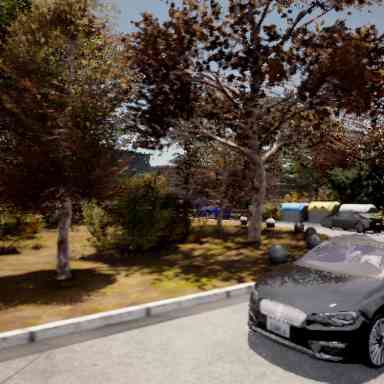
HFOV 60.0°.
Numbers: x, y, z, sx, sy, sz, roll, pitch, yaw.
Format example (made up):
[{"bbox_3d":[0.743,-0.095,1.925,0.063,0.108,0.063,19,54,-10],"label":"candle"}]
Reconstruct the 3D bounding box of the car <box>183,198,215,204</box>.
[{"bbox_3d":[1.166,2.175,55.668,2.435,2.045,5.566,1,0,-35],"label":"car"}]

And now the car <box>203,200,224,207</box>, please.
[{"bbox_3d":[4.726,2.549,74.211,2.231,1.521,4.892,1,0,-35],"label":"car"}]

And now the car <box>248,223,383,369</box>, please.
[{"bbox_3d":[3.092,1.568,5.939,4.902,1.511,2.128,1,0,-38],"label":"car"}]

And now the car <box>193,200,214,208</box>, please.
[{"bbox_3d":[2.431,2.549,72.611,2.163,1.488,4.792,1,0,-35],"label":"car"}]

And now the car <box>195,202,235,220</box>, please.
[{"bbox_3d":[2.288,2.246,37.285,1.882,1.535,5.008,5,-4,-34],"label":"car"}]

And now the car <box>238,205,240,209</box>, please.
[{"bbox_3d":[5.719,2.512,58.870,2.002,1.452,4.674,1,0,-35],"label":"car"}]

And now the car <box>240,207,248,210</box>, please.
[{"bbox_3d":[7.887,2.497,60.413,2.097,1.535,5.008,1,0,-35],"label":"car"}]

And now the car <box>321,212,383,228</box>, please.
[{"bbox_3d":[11.161,2.056,23.320,1.994,1.385,4.181,4,-2,-25],"label":"car"}]

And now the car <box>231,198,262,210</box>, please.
[{"bbox_3d":[10.148,2.273,62.047,2.435,2.045,5.566,1,0,-35],"label":"car"}]
